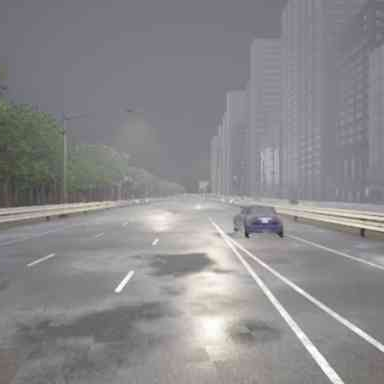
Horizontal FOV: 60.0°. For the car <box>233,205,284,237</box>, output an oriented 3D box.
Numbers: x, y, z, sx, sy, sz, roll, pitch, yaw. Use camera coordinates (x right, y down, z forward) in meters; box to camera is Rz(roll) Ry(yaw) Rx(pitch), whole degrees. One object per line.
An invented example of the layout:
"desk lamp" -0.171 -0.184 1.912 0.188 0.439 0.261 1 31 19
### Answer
"car" 3.696 1.533 19.241 2.097 1.767 4.553 0 -1 -2
